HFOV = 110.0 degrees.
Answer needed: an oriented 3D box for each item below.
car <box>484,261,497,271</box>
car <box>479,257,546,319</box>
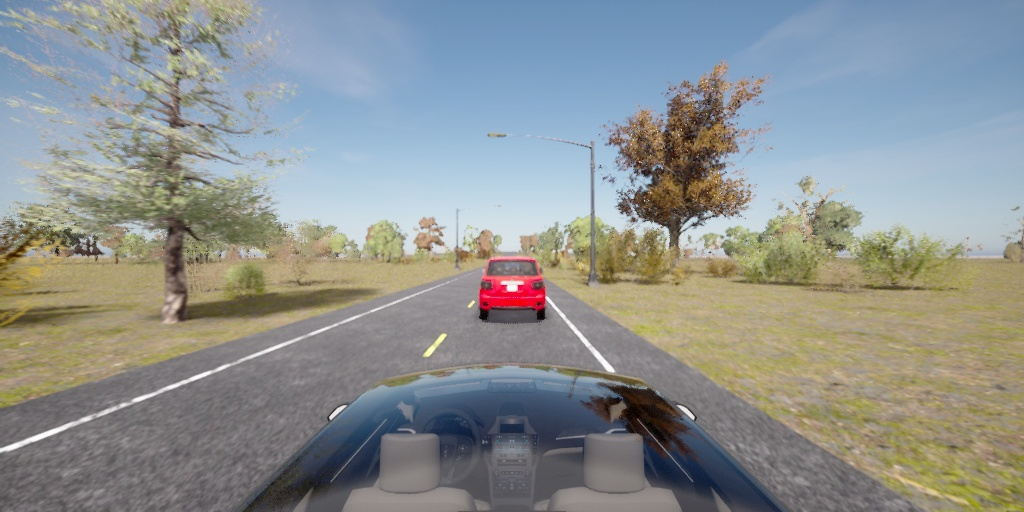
[{"bbox_3d":[-3.558,1.612,58.783,1.812,1.442,4.674,0,0,0],"label":"car"},{"bbox_3d":[0.033,1.045,13.291,2.150,2.045,5.566,0,0,1],"label":"car"}]
